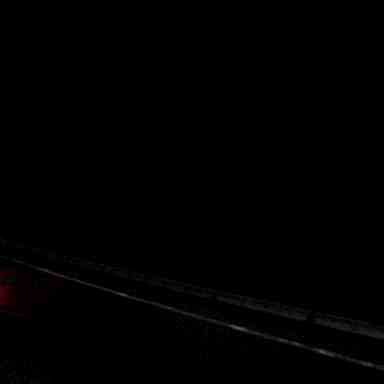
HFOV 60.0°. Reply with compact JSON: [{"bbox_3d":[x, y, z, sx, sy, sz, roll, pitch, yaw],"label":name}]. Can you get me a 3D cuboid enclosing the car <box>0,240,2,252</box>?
[{"bbox_3d":[-8.027,1.606,10.871,4.718,1.301,1.895,0,0,42],"label":"car"}]
